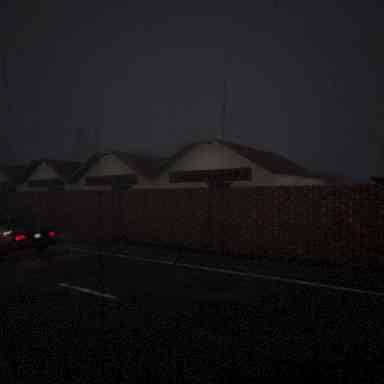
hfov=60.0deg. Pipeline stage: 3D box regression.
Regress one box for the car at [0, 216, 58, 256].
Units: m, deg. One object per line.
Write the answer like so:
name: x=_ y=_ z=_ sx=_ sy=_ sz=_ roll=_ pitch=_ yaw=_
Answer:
car: x=-7.718 y=1.684 z=13.686 sx=5.357 sy=1.411 sz=2.033 roll=-1 pitch=0 yaw=36
